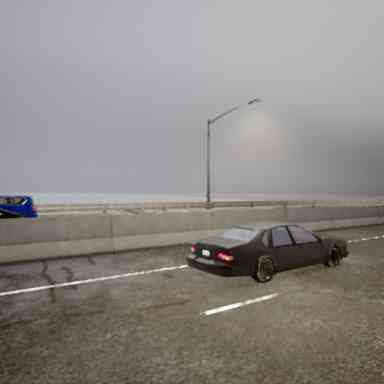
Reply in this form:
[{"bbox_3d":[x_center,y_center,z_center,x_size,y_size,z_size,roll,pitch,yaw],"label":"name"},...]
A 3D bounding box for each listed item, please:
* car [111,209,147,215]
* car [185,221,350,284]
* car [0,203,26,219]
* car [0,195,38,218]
[{"bbox_3d":[-3.835,1.629,18.386,4.718,1.301,1.895,0,0,-35],"label":"car"},{"bbox_3d":[2.397,1.578,9.741,5.357,1.411,2.033,0,0,-35],"label":"car"},{"bbox_3d":[-11.579,1.502,17.209,4.892,1.490,1.837,0,0,-35],"label":"car"},{"bbox_3d":[-12.645,1.222,20.750,5.566,2.045,2.150,0,0,-35],"label":"car"}]
